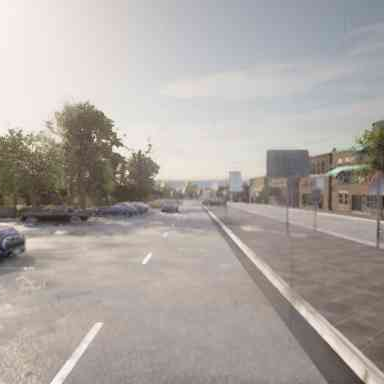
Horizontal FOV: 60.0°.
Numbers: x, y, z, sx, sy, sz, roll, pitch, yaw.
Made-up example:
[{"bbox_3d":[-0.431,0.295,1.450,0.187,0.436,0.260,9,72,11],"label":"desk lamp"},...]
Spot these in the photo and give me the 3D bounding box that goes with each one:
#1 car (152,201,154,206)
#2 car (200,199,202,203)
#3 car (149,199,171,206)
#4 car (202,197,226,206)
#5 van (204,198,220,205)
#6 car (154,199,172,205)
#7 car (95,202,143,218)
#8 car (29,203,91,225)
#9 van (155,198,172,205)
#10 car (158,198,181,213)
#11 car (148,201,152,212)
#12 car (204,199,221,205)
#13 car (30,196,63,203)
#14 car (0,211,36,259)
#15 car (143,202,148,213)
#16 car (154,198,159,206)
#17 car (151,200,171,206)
[{"bbox_3d":[-8.021,2.122,45.708,4.674,1.452,2.002,0,-1,1],"label":"car"},{"bbox_3d":[5.328,2.322,79.644,5.566,2.045,2.435,0,-1,0],"label":"car"},{"bbox_3d":[-7.728,2.569,79.758,5.008,1.535,2.097,0,-1,1],"label":"car"},{"bbox_3d":[5.338,2.525,76.839,4.892,1.521,2.231,0,-1,1],"label":"car"},{"bbox_3d":[5.585,2.644,93.654,4.442,1.987,1.878,0,-1,0],"label":"van"},{"bbox_3d":[-7.622,2.613,88.113,4.553,1.767,2.185,0,-1,0],"label":"car"},{"bbox_3d":[-8.106,1.991,36.011,4.674,1.452,2.002,0,-1,1],"label":"car"},{"bbox_3d":[-9.853,1.701,24.253,4.718,1.301,1.895,1,1,-15],"label":"car"},{"bbox_3d":[-7.747,2.574,90.896,4.442,1.987,1.878,0,-1,0],"label":"van"},{"bbox_3d":[-2.954,1.950,45.346,2.097,1.767,4.553,0,-1,1],"label":"car"},{"bbox_3d":[-8.057,2.039,42.560,5.008,1.535,2.097,0,-1,1],"label":"car"},{"bbox_3d":[5.480,2.679,90.849,4.553,1.767,2.185,0,-1,0],"label":"car"},{"bbox_3d":[-25.848,1.640,59.188,5.566,2.045,2.150,1,2,0],"label":"car"},{"bbox_3d":[-8.355,1.496,11.681,4.553,1.767,2.185,0,-1,0],"label":"car"},{"bbox_3d":[-8.075,1.996,39.287,4.892,1.521,2.231,0,-1,0],"label":"car"},{"bbox_3d":[-7.766,2.473,74.190,5.008,1.535,2.097,0,-1,1],"label":"car"},{"bbox_3d":[-7.701,2.663,82.543,4.674,1.452,2.002,0,-1,1],"label":"car"}]
